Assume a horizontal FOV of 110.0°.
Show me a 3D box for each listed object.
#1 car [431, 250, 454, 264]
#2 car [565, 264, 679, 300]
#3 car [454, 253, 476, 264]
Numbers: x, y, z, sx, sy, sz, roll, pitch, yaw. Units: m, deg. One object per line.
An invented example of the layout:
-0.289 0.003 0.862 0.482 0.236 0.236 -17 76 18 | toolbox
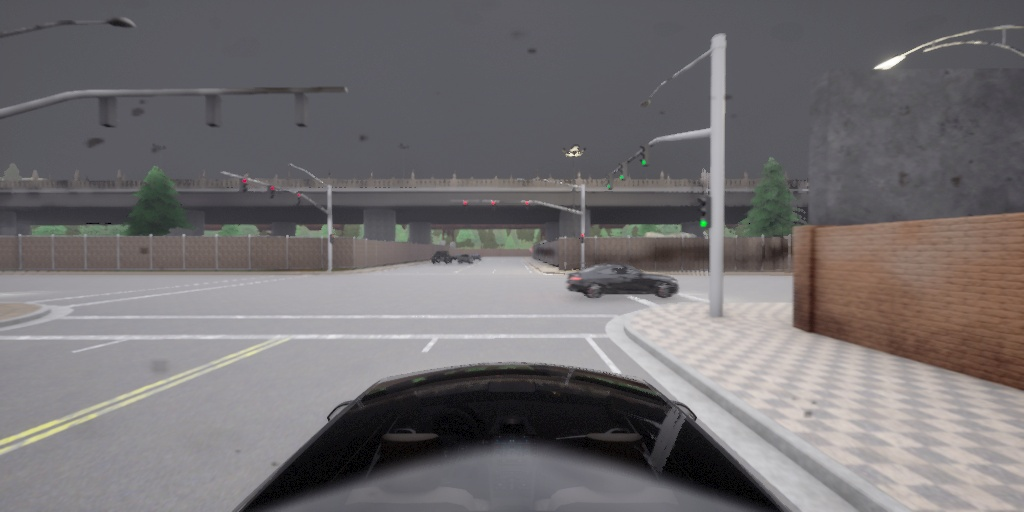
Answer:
-10.547 0.167 54.103 2.150 2.045 5.566 0 1 1 | car
4.611 1.050 15.322 4.674 1.442 1.812 0 1 0 | car
-7.049 0.449 54.186 1.837 1.490 4.892 0 1 0 | car
